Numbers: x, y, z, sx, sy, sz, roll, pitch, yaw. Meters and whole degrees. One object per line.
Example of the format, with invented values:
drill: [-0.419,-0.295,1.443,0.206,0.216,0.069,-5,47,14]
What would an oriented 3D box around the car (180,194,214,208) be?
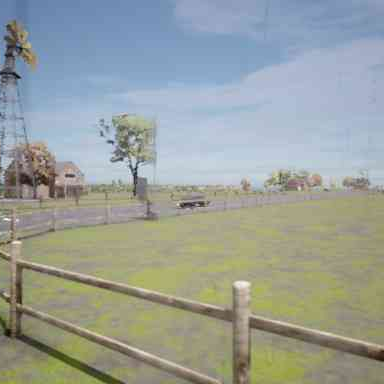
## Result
car: [0.572,1.008,36.505,1.837,1.490,4.892,2,2,35]
